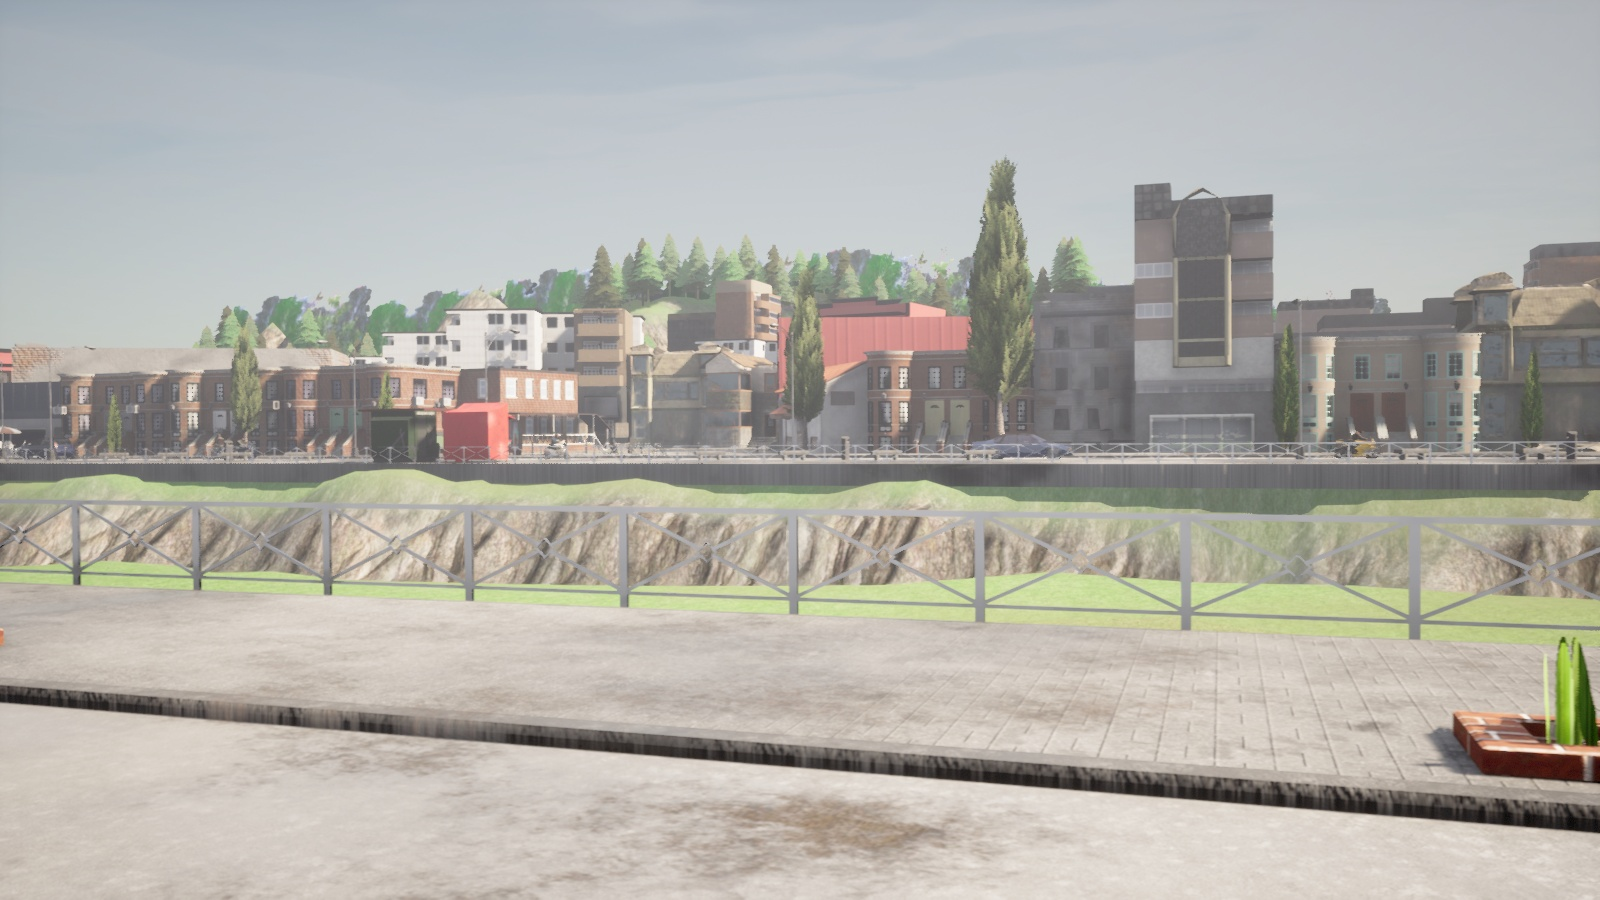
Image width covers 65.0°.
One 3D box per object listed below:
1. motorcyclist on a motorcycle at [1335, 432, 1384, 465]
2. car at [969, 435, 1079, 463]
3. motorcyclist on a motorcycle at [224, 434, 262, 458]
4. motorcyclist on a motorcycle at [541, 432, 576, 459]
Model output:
[{"bbox_3d":[26.671,-0.075,59.862,2.044,1.523,0.797,0,1,19],"label":"motorcyclist on a motorcycle"},{"bbox_3d":[11.599,-0.075,64.927,5.357,1.411,2.033,0,1,19],"label":"car"},{"bbox_3d":[-35.859,-0.293,80.874,2.191,1.530,0.866,0,1,19],"label":"motorcyclist on a motorcycle"},{"bbox_3d":[-14.174,-0.280,73.586,1.817,1.590,0.866,0,1,19],"label":"motorcyclist on a motorcycle"}]
